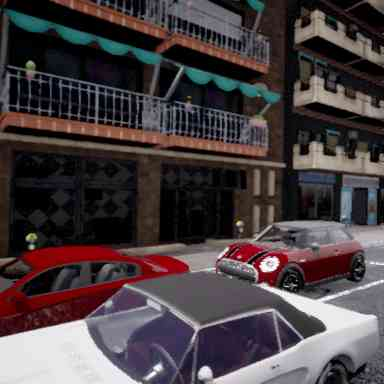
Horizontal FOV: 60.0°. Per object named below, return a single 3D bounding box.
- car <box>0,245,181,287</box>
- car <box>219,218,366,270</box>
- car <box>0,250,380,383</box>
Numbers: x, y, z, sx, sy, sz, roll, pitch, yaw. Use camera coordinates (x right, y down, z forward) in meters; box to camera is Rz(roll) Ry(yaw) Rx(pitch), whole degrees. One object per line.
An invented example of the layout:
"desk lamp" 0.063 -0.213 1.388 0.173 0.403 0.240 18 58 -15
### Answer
"car" -2.088 1.554 5.055 4.507 1.381 1.887 0 1 -35
"car" 2.524 1.490 8.341 4.097 1.590 1.967 1 1 -35
"car" -0.247 1.612 3.201 4.718 1.301 1.895 1 0 -35
